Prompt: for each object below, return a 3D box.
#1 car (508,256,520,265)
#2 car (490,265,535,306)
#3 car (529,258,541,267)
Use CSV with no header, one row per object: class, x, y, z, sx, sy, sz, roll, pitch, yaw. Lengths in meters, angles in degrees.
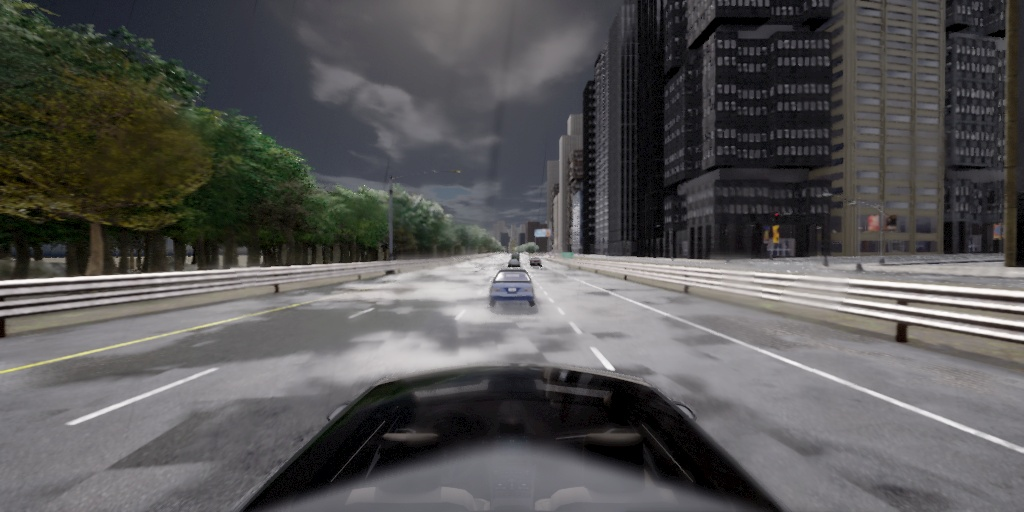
car,0.371,1.120,60.298,1.994,1.385,4.181,0,1,1
car,0.019,1.283,15.731,2.033,1.411,5.357,0,0,0
car,3.982,1.056,61.448,1.837,1.490,4.892,0,1,1
